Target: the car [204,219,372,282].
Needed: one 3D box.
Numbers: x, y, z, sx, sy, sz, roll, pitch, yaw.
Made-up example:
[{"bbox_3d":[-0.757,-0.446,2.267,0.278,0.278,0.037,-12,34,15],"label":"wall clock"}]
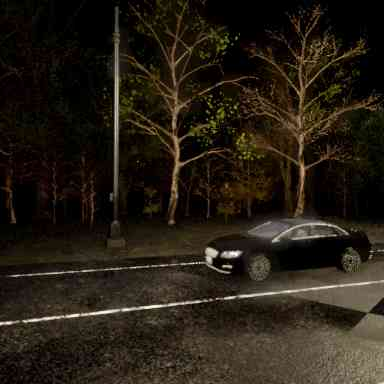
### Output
[{"bbox_3d":[2.782,1.541,9.572,4.902,1.511,2.128,0,0,-19],"label":"car"}]
